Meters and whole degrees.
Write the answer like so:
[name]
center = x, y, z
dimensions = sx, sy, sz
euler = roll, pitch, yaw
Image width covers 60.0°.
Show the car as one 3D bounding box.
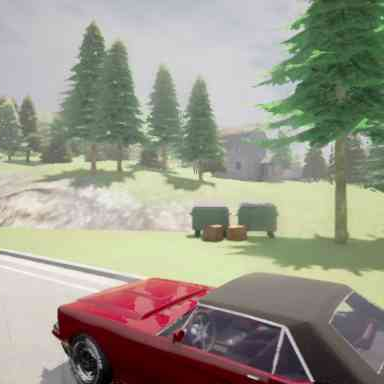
[car]
center = 0.568, 1.604, 3.588
dimensions = 4.718, 1.301, 1.895
euler = 0, 0, 35
